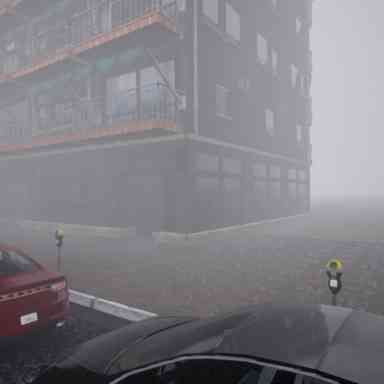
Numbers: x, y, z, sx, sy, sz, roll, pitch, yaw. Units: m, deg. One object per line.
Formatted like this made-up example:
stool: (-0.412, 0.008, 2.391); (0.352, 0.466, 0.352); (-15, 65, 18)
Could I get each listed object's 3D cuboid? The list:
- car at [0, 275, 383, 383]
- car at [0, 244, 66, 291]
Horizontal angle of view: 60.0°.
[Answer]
car: (0.611, 1.566, 2.439); (4.313, 1.339, 1.947); (0, 0, 35)
car: (-3.978, 1.545, 5.712); (4.507, 1.381, 1.887); (0, 0, 35)
